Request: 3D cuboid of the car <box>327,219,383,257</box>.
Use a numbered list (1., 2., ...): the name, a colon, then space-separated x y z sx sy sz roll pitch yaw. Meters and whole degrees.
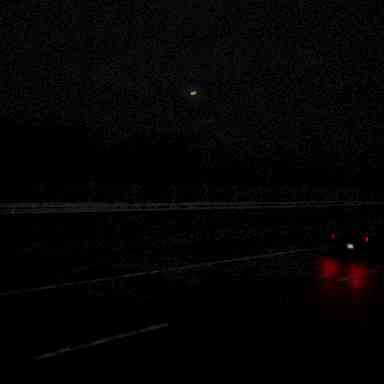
1. car: 7.681 1.740 13.561 4.718 1.301 1.895 1 0 -35
